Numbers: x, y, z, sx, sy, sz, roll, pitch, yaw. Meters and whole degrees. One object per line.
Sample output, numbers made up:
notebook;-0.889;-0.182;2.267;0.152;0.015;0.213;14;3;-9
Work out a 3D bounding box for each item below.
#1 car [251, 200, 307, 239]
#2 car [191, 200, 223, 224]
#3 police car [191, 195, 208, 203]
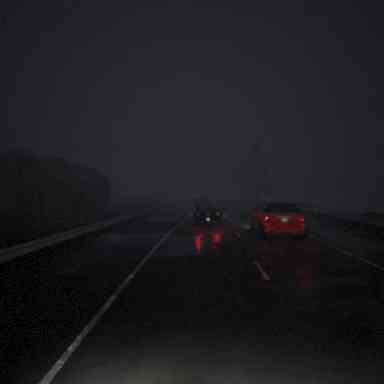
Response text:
car;4.240;1.247;16.876;2.097;1.767;4.553;0;0;3
car;1.169;1.451;23.400;1.895;1.301;4.718;0;0;4
police car;0.988;1.161;41.177;1.930;1.638;5.238;0;0;-5
